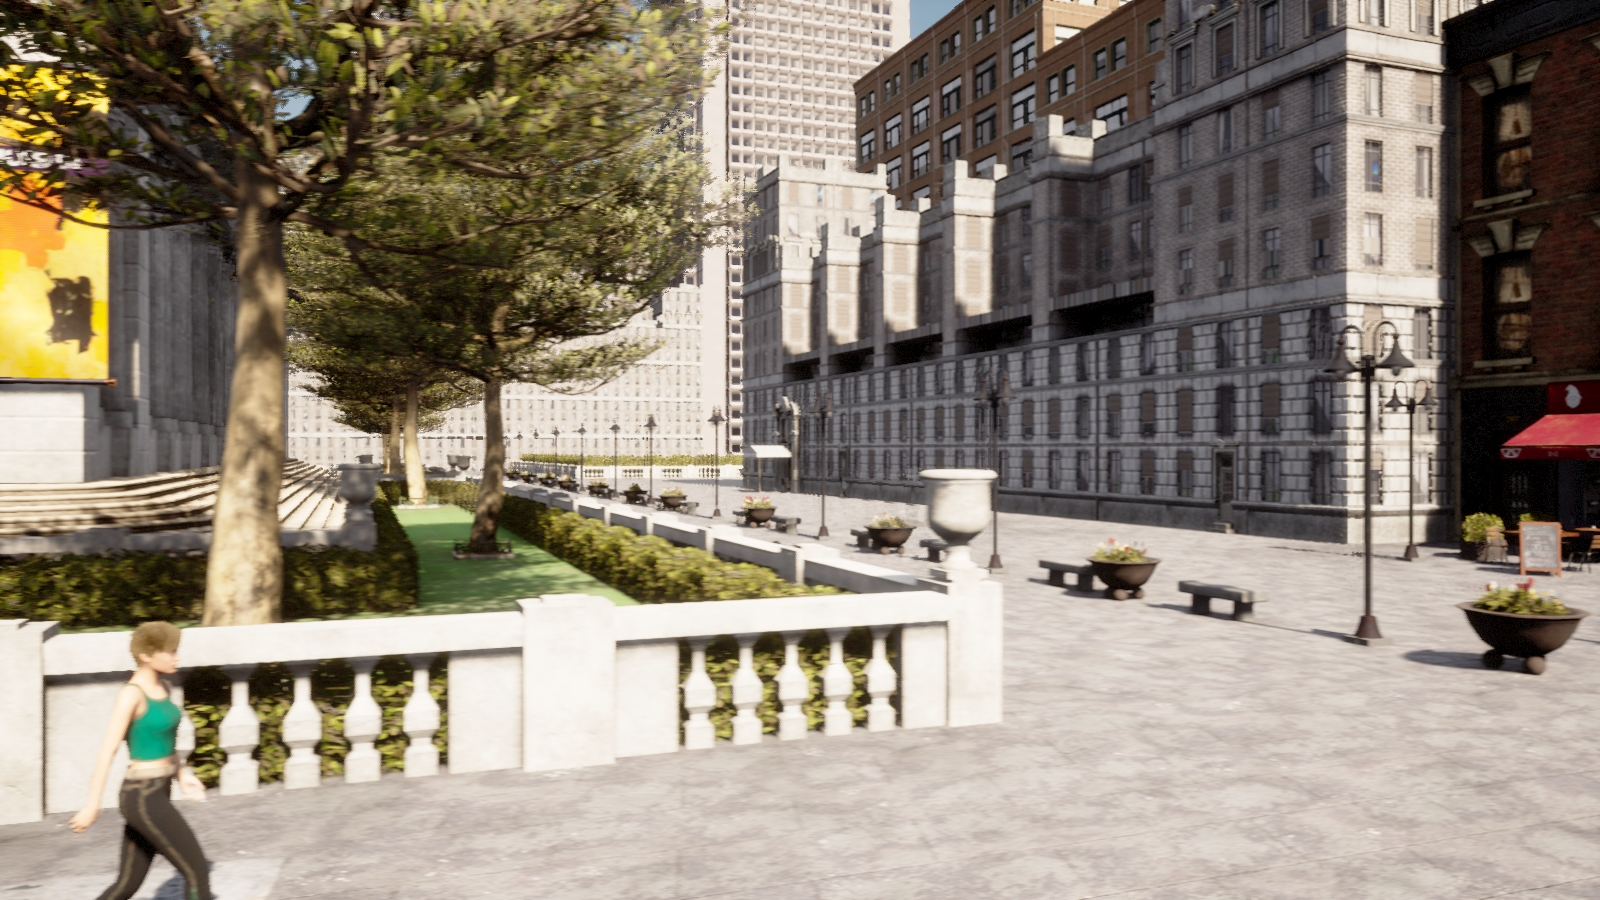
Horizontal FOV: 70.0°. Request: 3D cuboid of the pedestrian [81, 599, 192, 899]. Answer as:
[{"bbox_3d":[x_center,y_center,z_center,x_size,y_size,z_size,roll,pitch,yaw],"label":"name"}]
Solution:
[{"bbox_3d":[-3.281,1.698,5.670,0.375,1.860,0.375,0,0,-11],"label":"pedestrian"}]
